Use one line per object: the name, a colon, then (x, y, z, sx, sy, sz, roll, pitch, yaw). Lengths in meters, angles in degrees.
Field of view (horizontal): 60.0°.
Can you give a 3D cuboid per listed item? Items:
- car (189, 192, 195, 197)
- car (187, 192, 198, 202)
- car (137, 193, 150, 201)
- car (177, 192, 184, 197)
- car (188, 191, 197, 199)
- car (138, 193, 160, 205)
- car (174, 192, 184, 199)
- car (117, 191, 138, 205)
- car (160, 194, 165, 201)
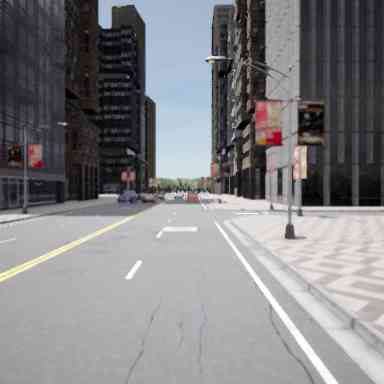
car: (0.017, 0.709, 94.278, 1.812, 1.442, 4.674, 0, 1, 0)
car: (0.111, 0.852, 60.988, 2.097, 1.767, 4.553, 0, 1, 0)
car: (-9.741, 0.922, 66.937, 1.882, 1.535, 5.008, 0, 1, 0)
car: (-3.233, 0.780, 94.291, 1.895, 1.301, 4.718, 0, 1, 0)
car: (0.014, 0.683, 79.274, 2.097, 1.767, 4.553, 0, 1, 0)
car: (-6.570, 1.073, 50.882, 1.882, 1.535, 5.008, 0, 1, 0)
car: (-3.236, 0.922, 79.337, 1.895, 1.301, 4.718, 0, 1, 0)
car: (-9.820, 0.817, 50.807, 2.150, 2.045, 5.566, 0, 1, 0)
car: (-6.494, 1.004, 66.731, 1.994, 1.385, 4.181, 0, 1, 0)
